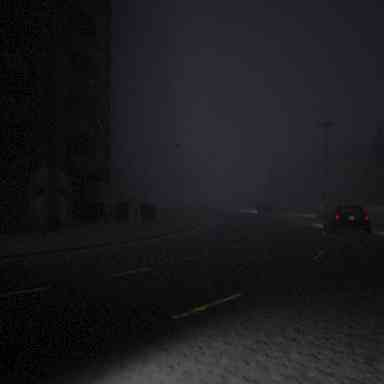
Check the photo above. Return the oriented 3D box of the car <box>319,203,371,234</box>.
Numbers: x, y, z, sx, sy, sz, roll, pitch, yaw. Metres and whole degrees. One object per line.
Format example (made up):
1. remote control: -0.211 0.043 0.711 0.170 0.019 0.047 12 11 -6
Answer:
1. car: 9.644 1.538 21.020 2.097 1.767 4.553 0 0 14

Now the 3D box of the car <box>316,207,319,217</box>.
1. car: 13.538 1.753 31.585 1.882 1.535 5.008 0 0 -4

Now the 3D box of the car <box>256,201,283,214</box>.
1. car: 9.136 1.794 39.350 2.128 1.511 4.902 0 -1 -9
